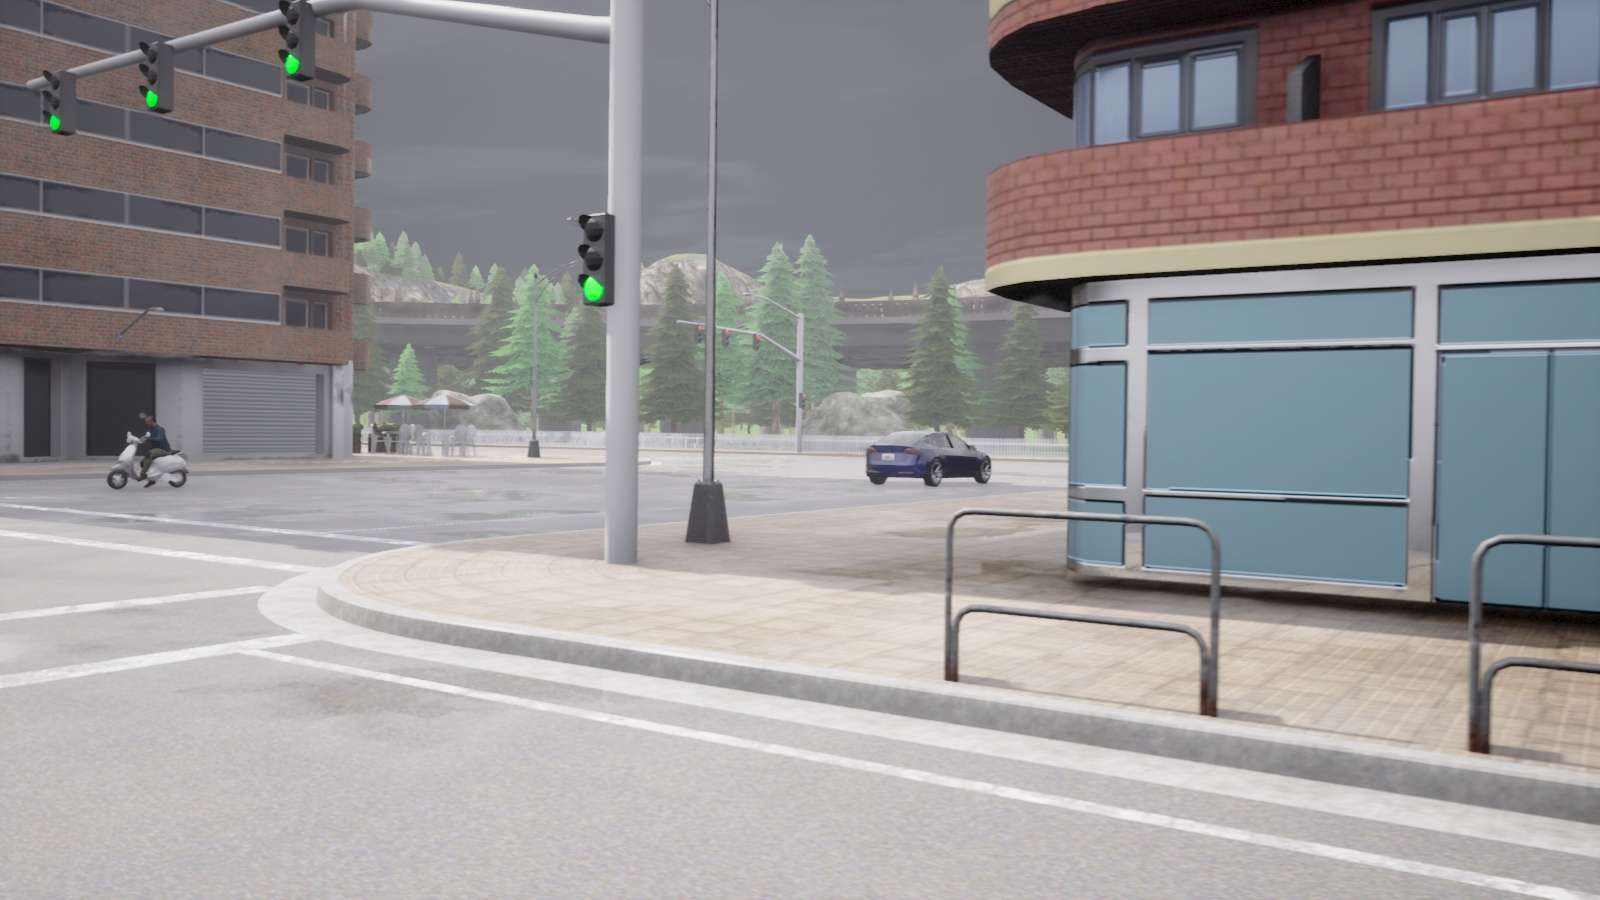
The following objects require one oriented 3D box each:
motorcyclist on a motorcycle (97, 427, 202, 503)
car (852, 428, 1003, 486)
[{"bbox_3d":[-14.115,0.302,27.302,0.866,1.590,1.817,0,1,34],"label":"motorcyclist on a motorcycle"},{"bbox_3d":[3.626,0.139,34.881,2.163,1.488,4.792,0,1,34],"label":"car"}]
